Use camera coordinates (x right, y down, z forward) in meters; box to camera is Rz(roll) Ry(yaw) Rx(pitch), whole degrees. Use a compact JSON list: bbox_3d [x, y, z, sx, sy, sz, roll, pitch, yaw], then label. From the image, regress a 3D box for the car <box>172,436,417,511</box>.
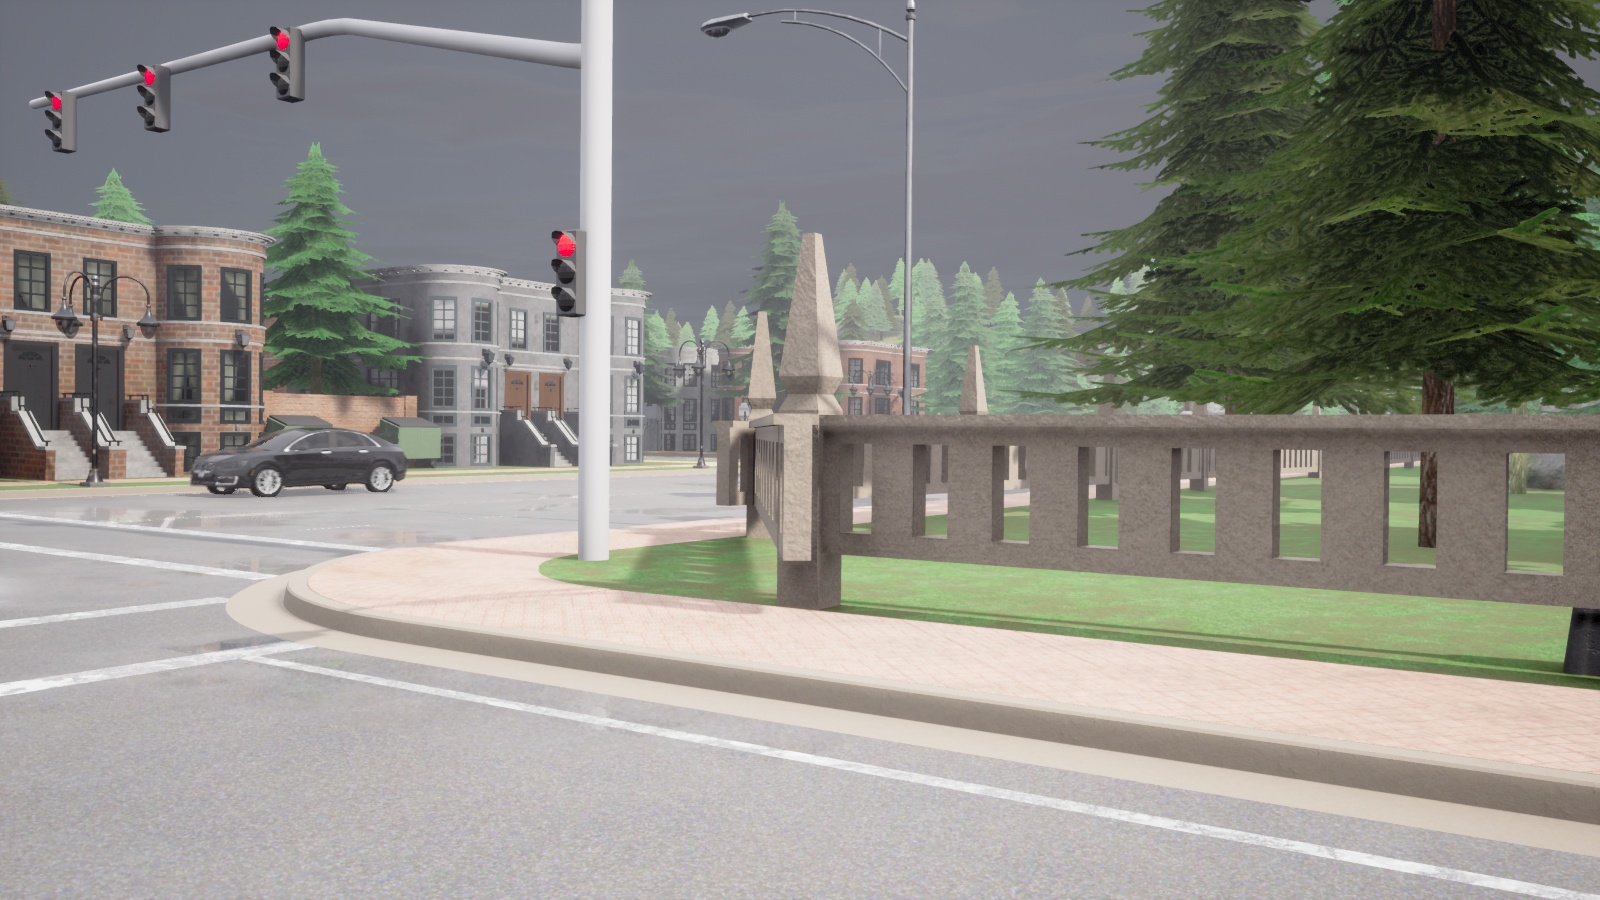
[{"bbox_3d":[-11.171,0.453,28.127,1.837,1.490,4.892,0,1,34],"label":"car"}]
